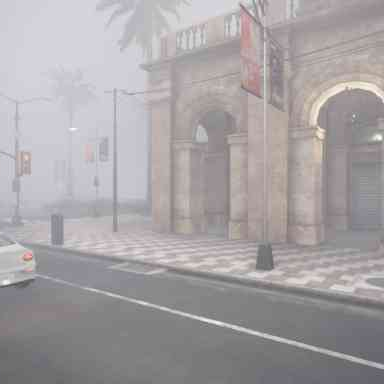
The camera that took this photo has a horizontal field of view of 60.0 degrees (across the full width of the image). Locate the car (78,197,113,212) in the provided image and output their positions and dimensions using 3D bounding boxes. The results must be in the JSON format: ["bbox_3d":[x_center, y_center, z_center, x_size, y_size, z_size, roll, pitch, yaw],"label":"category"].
[{"bbox_3d":[-10.200,1.505,38.371,1.837,1.490,4.892,0,0,36],"label":"car"}]

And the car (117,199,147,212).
[{"bbox_3d":[-5.944,1.525,38.283,1.812,1.442,4.674,0,0,36],"label":"car"}]

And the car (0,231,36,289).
[{"bbox_3d":[-5.527,1.526,7.900,4.674,1.442,1.812,0,0,36],"label":"car"}]

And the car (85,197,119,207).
[{"bbox_3d":[-13.786,1.513,51.035,2.161,1.482,4.786,0,0,35],"label":"car"}]

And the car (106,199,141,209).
[{"bbox_3d":[-9.410,1.601,45.822,1.895,1.301,4.718,0,0,36],"label":"car"}]

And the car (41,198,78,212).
[{"bbox_3d":[-14.809,1.505,38.287,1.837,1.490,4.892,0,0,36],"label":"car"}]
